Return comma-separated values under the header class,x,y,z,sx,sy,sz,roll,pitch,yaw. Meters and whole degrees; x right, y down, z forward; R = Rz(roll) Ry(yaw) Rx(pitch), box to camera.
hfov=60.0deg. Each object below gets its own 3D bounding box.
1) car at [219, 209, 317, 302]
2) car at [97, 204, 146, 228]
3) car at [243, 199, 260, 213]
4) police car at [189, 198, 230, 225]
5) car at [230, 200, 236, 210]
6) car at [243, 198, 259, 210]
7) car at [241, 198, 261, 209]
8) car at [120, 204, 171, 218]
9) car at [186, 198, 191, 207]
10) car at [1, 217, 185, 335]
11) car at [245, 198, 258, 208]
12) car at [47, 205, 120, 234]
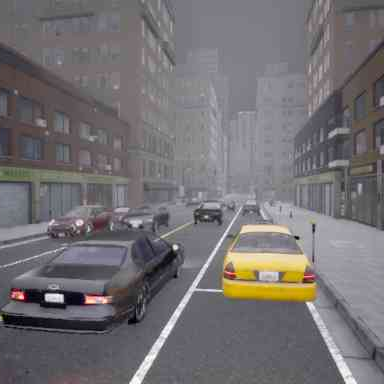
class,x,y,z,sx,sy,sz,roll,pitch,yaw
car,1.800,1.454,8.380,1.801,1.575,5.366,0,0,10
car,-4.637,1.574,22.647,1.802,1.307,4.206,-1,0,10
car,6.727,1.506,37.825,1.752,1.417,4.829,-1,0,10
police car,1.395,1.416,24.153,1.930,1.638,5.238,0,0,10
car,4.158,1.581,39.188,1.895,1.301,4.718,0,0,10
car,7.673,1.542,43.158,1.947,1.339,4.313,-1,0,10
car,5.722,1.536,32.158,2.008,1.369,4.403,-1,0,10
car,-2.532,1.485,19.763,2.128,1.511,4.902,0,0,10
car,0.233,1.515,50.147,1.887,1.381,4.507,-1,0,10
car,-1.509,1.545,7.182,2.033,1.411,5.357,0,0,10
car,8.648,1.552,48.658,1.802,1.307,4.206,-1,0,10
car,-5.612,1.435,17.146,1.967,1.590,4.097,-1,0,10
